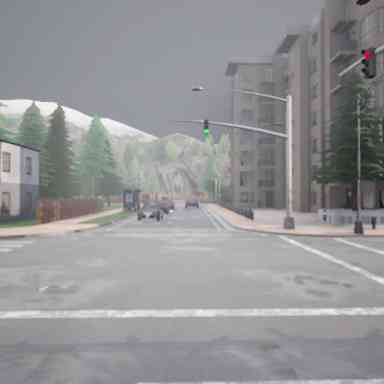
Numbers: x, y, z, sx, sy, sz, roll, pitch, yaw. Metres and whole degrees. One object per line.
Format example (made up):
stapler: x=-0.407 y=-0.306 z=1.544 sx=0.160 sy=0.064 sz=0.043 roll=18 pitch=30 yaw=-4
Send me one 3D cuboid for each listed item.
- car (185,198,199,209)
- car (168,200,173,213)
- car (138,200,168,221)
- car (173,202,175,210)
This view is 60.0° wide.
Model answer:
car: x=0.012 y=1.714 z=53.777 sx=2.097 sy=1.767 sz=4.553 roll=0 pitch=0 yaw=0
car: x=-3.581 y=1.861 z=38.606 sx=1.895 sy=1.301 sz=4.718 roll=0 pitch=0 yaw=0
car: x=-3.585 y=1.690 z=29.376 sx=2.128 sy=1.511 sz=4.902 roll=0 pitch=0 yaw=0
car: x=-3.561 y=1.891 z=48.629 sx=1.994 sy=1.385 sz=4.181 roll=0 pitch=0 yaw=0
